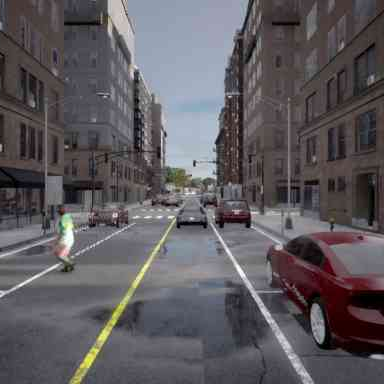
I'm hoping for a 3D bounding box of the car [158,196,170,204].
[{"bbox_3d":[-5.448,1.543,65.496,2.008,1.369,4.403,0,0,0],"label":"car"}]

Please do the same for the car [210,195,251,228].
[{"bbox_3d":[2.626,1.314,21.934,2.192,1.841,5.009,0,0,0],"label":"car"}]

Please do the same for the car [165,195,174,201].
[{"bbox_3d":[-5.449,1.535,82.008,1.887,1.381,4.507,0,0,0],"label":"car"}]

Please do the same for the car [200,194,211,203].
[{"bbox_3d":[2.675,1.310,48.990,2.192,1.841,5.009,0,0,0],"label":"car"}]

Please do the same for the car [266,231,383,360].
[{"bbox_3d":[2.747,1.478,6.245,1.882,1.535,5.008,0,0,0],"label":"car"}]

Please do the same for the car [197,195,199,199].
[{"bbox_3d":[2.654,1.308,65.502,2.192,1.841,5.009,0,0,0],"label":"car"}]

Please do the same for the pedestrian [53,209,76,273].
[{"bbox_3d":[-3.527,1.293,9.245,0.375,1.860,0.375,0,0,0],"label":"pedestrian"}]

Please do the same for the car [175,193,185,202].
[{"bbox_3d":[-2.791,1.213,79.238,2.150,2.045,5.566,0,0,0],"label":"car"}]

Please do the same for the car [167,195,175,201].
[{"bbox_3d":[-5.450,1.534,87.511,1.887,1.381,4.507,0,0,0],"label":"car"}]

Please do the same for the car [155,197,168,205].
[{"bbox_3d":[-5.447,1.560,59.992,1.947,1.339,4.313,0,0,0],"label":"car"}]

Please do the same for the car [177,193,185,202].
[{"bbox_3d":[-2.835,1.485,63.870,2.128,1.511,4.902,0,0,0],"label":"car"}]

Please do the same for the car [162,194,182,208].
[{"bbox_3d":[-2.870,1.473,48.475,1.882,1.535,5.008,0,0,0],"label":"car"}]

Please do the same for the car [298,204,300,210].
[{"bbox_3d":[14.210,1.308,37.027,4.553,1.767,2.097,0,0,0],"label":"car"}]

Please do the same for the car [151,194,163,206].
[{"bbox_3d":[-5.447,1.310,54.489,2.192,1.841,5.009,0,0,0],"label":"car"}]

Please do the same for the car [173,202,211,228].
[{"bbox_3d":[0.012,1.563,21.959,1.994,1.385,4.181,0,0,1],"label":"car"}]

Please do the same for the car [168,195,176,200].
[{"bbox_3d":[-5.450,1.539,93.015,2.008,1.369,4.403,0,0,0],"label":"car"}]

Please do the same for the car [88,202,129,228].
[{"bbox_3d":[-5.399,1.439,21.929,1.967,1.590,4.097,0,0,0],"label":"car"}]
